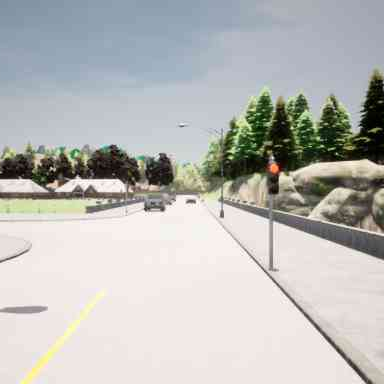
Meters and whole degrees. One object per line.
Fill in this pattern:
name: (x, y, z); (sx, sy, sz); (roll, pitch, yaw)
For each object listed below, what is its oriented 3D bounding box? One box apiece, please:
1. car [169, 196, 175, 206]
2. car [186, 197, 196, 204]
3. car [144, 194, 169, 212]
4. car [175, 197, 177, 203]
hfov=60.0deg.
car: (-4.245, 1.525, 54.594); (1.812, 1.442, 4.674); (0, 0, 0)
car: (-0.180, 1.601, 63.408); (1.895, 1.301, 4.718); (0, 0, 0)
car: (-4.200, 1.222, 38.370); (2.150, 2.045, 5.566); (0, 0, 0)
car: (-4.201, 1.482, 70.548); (2.033, 1.411, 5.357); (0, 0, 0)
